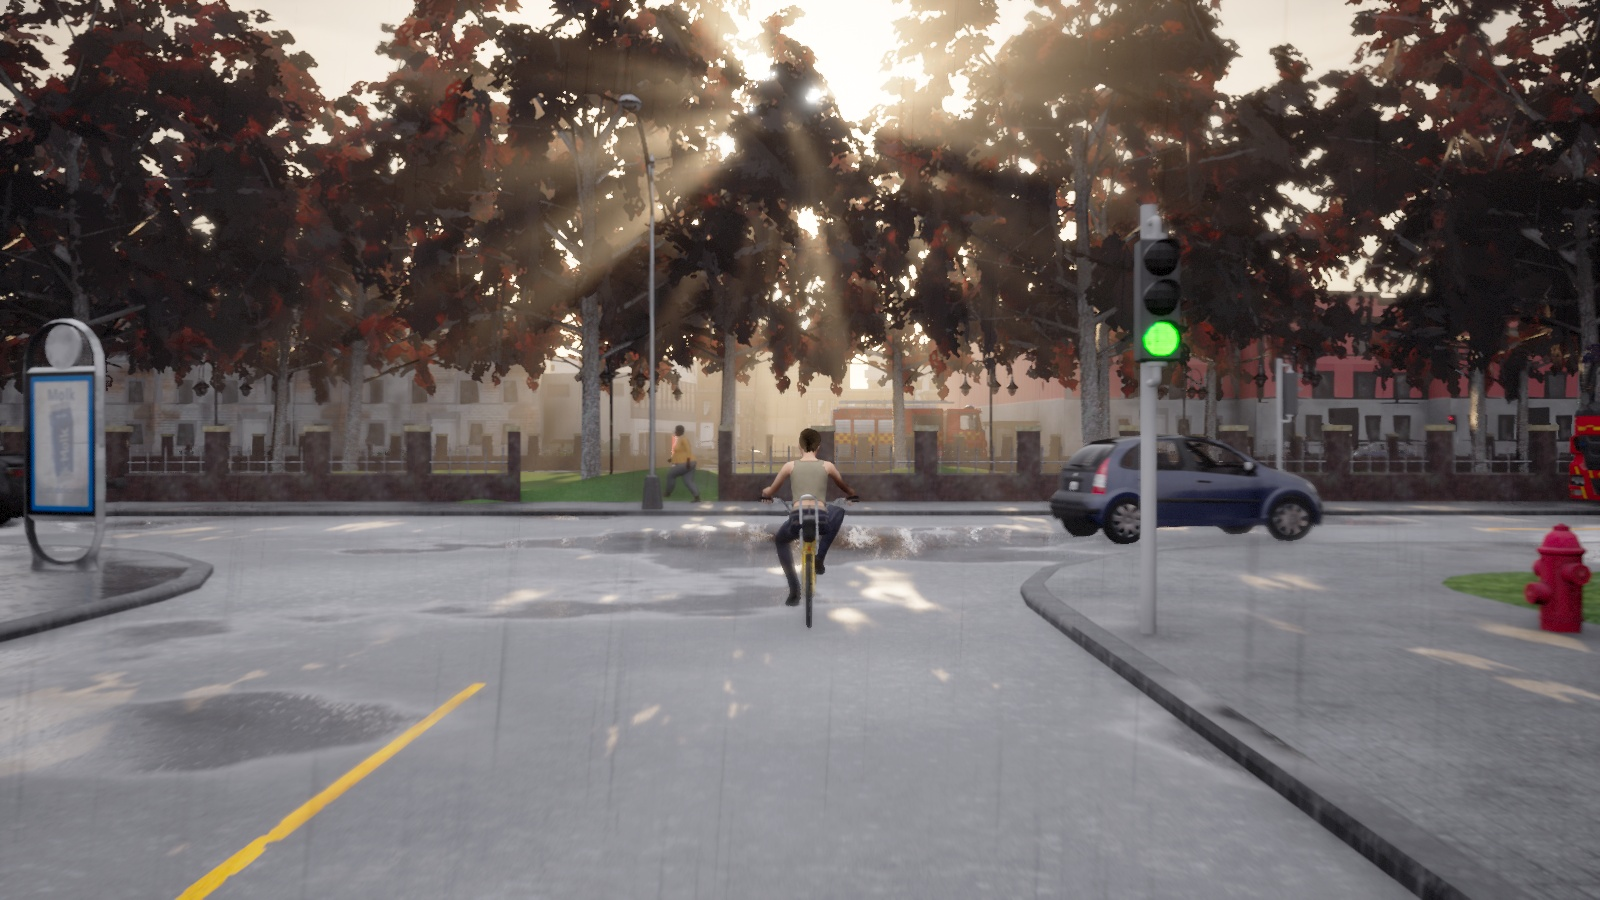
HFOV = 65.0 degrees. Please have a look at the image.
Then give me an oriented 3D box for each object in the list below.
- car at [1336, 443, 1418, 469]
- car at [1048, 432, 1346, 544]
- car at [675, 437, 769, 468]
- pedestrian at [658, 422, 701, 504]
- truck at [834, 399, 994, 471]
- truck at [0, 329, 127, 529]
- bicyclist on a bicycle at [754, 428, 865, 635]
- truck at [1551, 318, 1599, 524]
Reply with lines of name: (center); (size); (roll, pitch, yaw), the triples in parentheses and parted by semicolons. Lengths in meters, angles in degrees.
car: (33.355, 0.329, 72.652); (3.806, 1.475, 1.970); (0, 0, 1)
car: (6.072, 0.540, 19.385); (3.988, 1.617, 1.851); (0, 0, -11)
car: (-4.239, 0.134, 68.832); (5.027, 1.651, 2.152); (0, 0, 1)
pedestrian: (-2.763, 0.291, 28.883); (0.900, 1.855, 0.874); (0, 0, 0)
truck: (6.150, -0.801, 68.775); (8.468, 3.827, 2.891); (0, 0, 0)
truck: (-17.279, -0.382, 23.547); (7.936, 3.462, 2.891); (0, 0, 5)
bicyclist on a bicycle: (0.076, 0.623, 10.539); (0.866, 1.612, 1.509); (0, 1, 0)
truck: (19.121, -0.535, 23.523); (8.468, 3.827, 2.891); (0, 0, -3)
